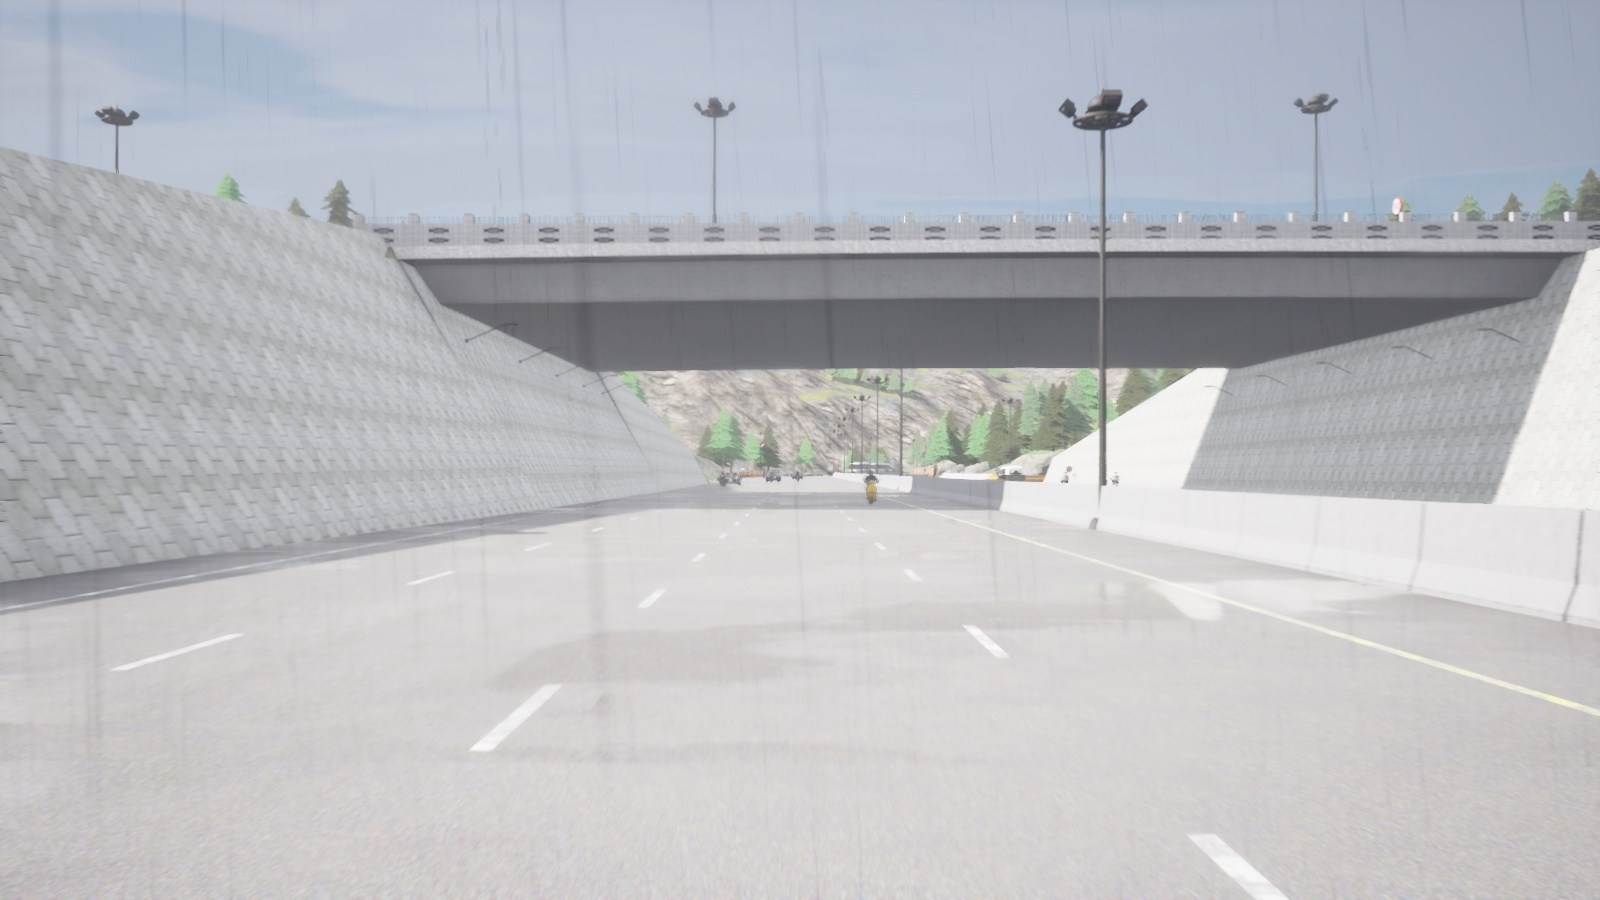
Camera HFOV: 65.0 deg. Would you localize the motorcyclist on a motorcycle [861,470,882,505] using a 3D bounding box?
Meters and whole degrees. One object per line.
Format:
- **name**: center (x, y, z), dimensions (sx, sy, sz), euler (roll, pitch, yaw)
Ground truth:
- **motorcyclist on a motorcycle**: center (3.357, 1.737, 58.870), dimensions (0.866, 1.590, 1.817), euler (0, -1, 0)
